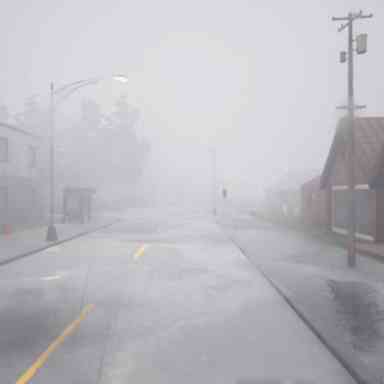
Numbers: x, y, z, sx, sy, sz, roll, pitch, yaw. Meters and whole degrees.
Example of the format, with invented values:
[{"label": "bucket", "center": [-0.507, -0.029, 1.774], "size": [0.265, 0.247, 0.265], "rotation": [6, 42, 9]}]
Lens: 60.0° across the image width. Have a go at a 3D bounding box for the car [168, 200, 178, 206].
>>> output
[{"label": "car", "center": [-4.035, 2.400, 70.585], "size": [1.812, 1.442, 4.674], "rotation": [0, -1, 0]}]
